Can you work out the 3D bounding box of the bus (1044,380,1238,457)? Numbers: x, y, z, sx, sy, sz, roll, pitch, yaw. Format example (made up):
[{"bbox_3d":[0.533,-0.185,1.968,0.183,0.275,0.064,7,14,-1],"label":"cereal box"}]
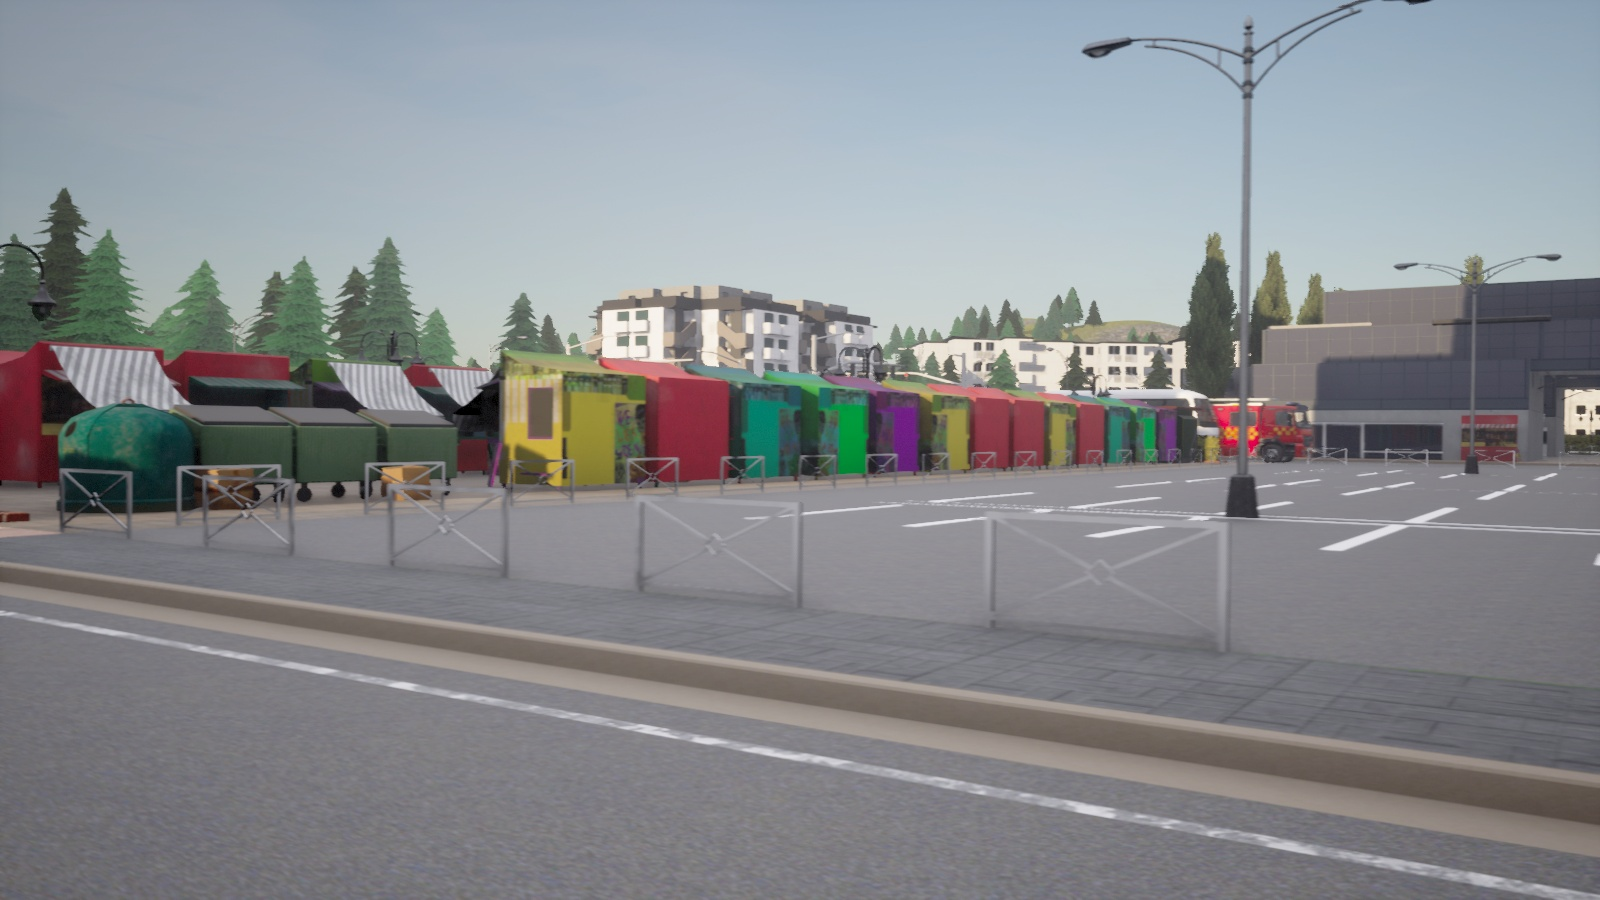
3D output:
[{"bbox_3d":[20.030,-1.782,74.092,10.273,4.253,3.944,0,1,35],"label":"bus"}]

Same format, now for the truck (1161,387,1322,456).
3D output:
[{"bbox_3d":[26.006,-1.625,74.136,8.468,3.827,2.891,0,1,35],"label":"truck"}]
